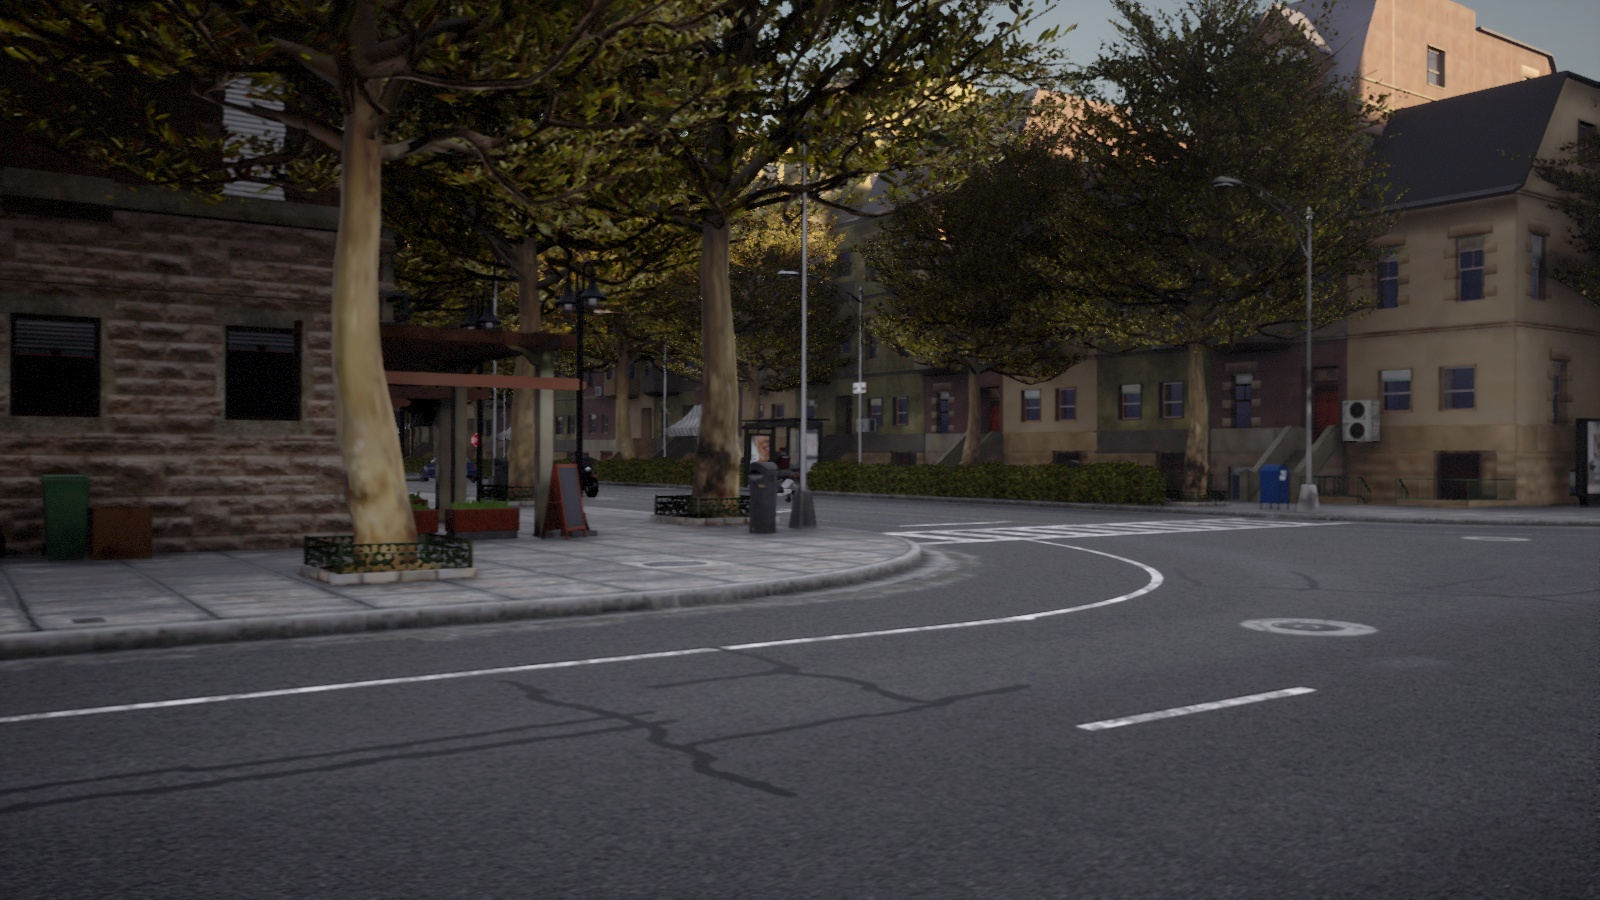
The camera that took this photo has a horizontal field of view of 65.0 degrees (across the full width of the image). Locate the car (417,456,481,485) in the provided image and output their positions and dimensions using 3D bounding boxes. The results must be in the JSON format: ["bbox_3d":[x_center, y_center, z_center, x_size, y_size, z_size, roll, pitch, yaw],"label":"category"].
[{"bbox_3d":[-18.183,1.023,64.970,1.812,1.442,4.674,0,0,-34],"label":"car"}]

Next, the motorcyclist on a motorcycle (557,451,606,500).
[{"bbox_3d":[-7.612,0.863,43.628,0.766,1.649,2.350,0,0,-35],"label":"motorcyclist on a motorcycle"}]

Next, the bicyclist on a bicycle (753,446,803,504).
[{"bbox_3d":[-0.705,0.768,39.674,0.659,1.776,1.843,0,0,-35],"label":"bicyclist on a bicycle"}]
